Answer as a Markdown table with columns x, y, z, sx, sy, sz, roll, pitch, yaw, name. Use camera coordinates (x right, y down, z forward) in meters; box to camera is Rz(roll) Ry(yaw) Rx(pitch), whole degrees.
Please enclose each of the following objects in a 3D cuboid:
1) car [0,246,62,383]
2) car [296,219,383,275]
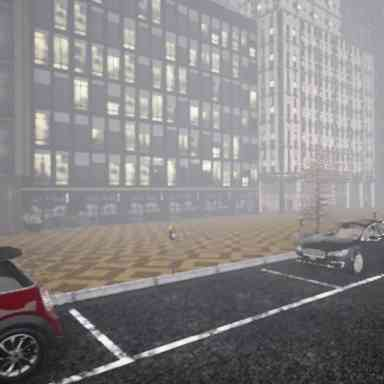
| x | y | z | sx | sy | sz | roll | pitch | yaw | name |
| --- | --- | --- | --- | --- | --- | --- | --- | --- | --- |
| -3.808 | 1.486 | 3.790 | 4.097 | 1.590 | 1.967 | 0 | 0 | -37 | car |
| 5.054 | 1.554 | 10.381 | 4.403 | 1.369 | 2.008 | 0 | 0 | -37 | car |
